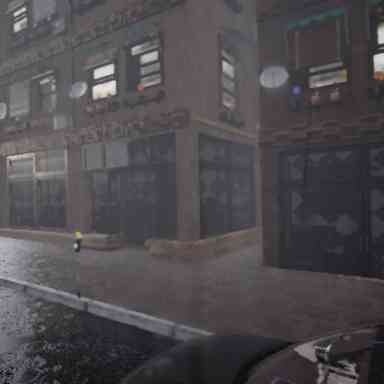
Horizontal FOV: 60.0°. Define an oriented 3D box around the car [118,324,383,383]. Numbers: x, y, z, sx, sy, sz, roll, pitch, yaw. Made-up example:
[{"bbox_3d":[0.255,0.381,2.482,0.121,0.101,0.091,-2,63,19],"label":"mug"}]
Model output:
[{"bbox_3d":[1.371,1.536,1.836,4.403,1.369,2.008,0,-1,34],"label":"car"}]
